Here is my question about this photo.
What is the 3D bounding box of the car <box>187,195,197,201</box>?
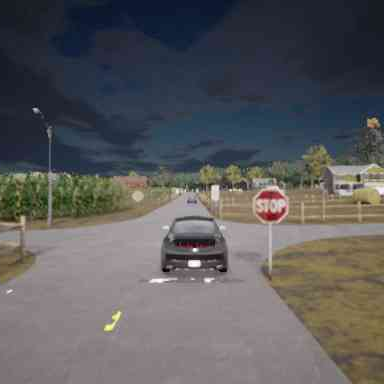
[{"bbox_3d":[0.007,1.335,74.944,2.033,1.411,5.357,0,0,0],"label":"car"}]

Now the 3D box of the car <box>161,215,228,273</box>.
[{"bbox_3d":[0.074,1.517,10.701,1.837,1.490,4.892,0,0,0],"label":"car"}]

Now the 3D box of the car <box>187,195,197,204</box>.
[{"bbox_3d":[0.007,1.558,64.936,1.994,1.385,4.181,0,0,0],"label":"car"}]
